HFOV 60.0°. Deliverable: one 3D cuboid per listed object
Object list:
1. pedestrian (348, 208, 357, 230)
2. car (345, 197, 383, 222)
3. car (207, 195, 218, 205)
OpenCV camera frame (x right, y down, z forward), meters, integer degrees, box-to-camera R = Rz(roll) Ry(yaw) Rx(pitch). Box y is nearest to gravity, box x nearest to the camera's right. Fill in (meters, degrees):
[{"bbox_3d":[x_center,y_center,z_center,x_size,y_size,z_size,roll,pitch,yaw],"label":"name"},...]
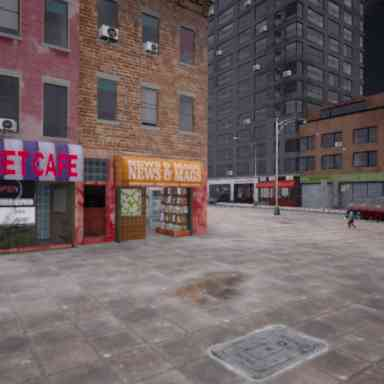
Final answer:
[{"bbox_3d":[8.152,1.372,16.927,0.500,1.100,0.500,1,0,-36],"label":"pedestrian"},{"bbox_3d":[12.538,1.159,21.632,2.097,1.767,4.553,1,1,-35],"label":"car"},{"bbox_3d":[1.041,0.984,42.975,2.033,1.411,5.357,1,0,-35],"label":"car"}]
